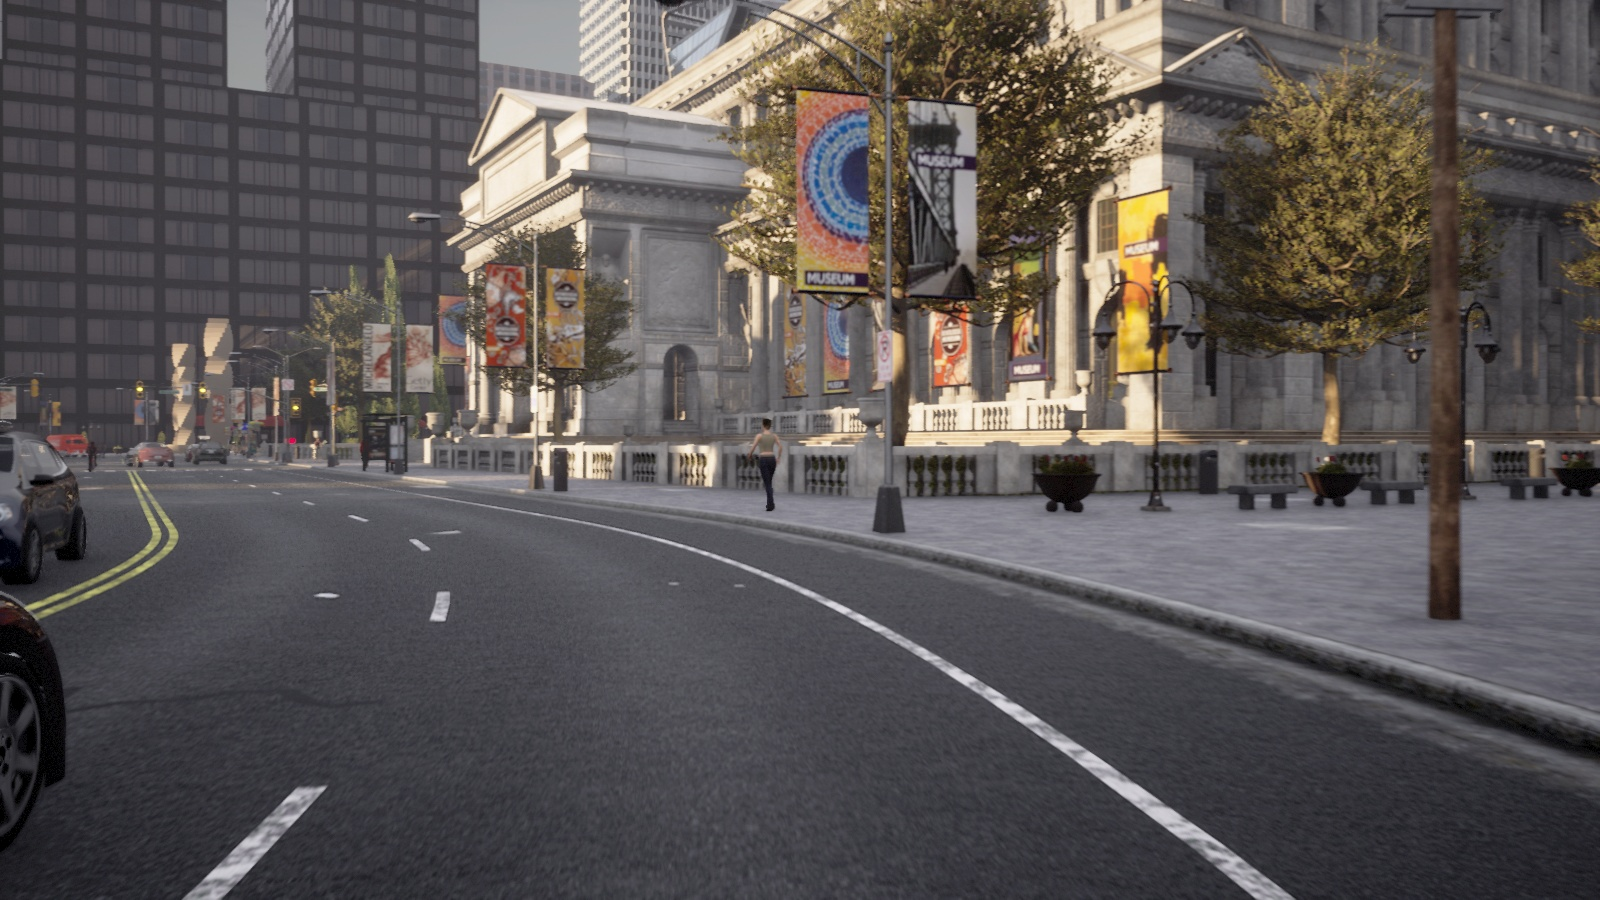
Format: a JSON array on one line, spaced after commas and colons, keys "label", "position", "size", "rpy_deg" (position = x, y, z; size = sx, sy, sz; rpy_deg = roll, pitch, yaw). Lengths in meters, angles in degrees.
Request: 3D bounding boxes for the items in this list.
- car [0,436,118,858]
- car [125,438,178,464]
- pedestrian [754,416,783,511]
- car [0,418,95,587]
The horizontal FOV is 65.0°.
[{"label": "car", "position": [-3.709, 0.693, 3.289], "size": [1.970, 1.475, 3.806], "rpy_deg": [0, 0, -4]}, {"label": "car", "position": [-41.823, 0.064, 80.941], "size": [2.152, 1.651, 5.027], "rpy_deg": [0, 0, -38]}, {"label": "pedestrian", "position": [-0.619, 0.264, 24.651], "size": [0.345, 1.836, 0.594], "rpy_deg": [0, 0, -26]}, {"label": "car", "position": [-9.652, 0.509, 14.244], "size": [2.242, 1.667, 4.611], "rpy_deg": [0, 0, -21]}]
